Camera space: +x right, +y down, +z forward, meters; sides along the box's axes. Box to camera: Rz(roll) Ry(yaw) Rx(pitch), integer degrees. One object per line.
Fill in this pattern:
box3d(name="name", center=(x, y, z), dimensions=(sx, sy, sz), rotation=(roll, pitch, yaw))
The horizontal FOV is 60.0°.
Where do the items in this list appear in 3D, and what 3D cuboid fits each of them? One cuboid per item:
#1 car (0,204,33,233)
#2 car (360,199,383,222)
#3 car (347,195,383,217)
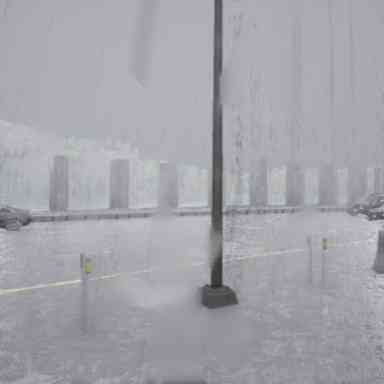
box3d(name="car", center=(-11.059, 1.409, 17.492), dimensions=(4.902, 1.511, 2.128), rotation=(0, 0, -35))
box3d(name="car", center=(15.531, 1.520, 25.406), dimensions=(5.008, 1.535, 1.882), rotation=(1, 0, -27))
box3d(name="car", center=(16.532, 1.265, 29.878), dimensions=(5.566, 2.045, 2.150), rotation=(0, 0, -27))
